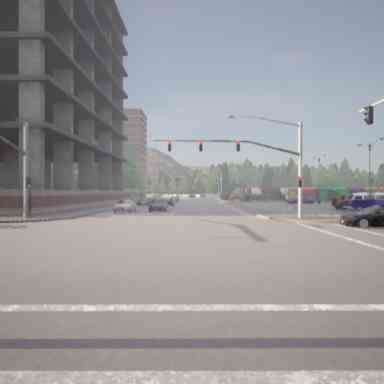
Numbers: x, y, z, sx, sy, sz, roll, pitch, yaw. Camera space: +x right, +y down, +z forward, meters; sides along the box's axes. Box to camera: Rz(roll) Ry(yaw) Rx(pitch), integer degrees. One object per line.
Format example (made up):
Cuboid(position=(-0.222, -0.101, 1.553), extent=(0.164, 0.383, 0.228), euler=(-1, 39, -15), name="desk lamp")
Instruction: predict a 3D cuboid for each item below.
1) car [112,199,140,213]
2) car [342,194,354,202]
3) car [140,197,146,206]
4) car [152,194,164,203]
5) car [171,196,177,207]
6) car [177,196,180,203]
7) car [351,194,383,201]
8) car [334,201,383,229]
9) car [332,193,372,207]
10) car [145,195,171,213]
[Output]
Cuboid(position=(-7.270, 1.507, 36.133), extent=(1.812, 1.442, 4.674), euler=(0, 0, 0), name="car")
Cuboid(position=(25.200, 1.393, 49.752), extent=(3.905, 1.438, 1.784), euler=(0, 0, 1), name="car")
Cuboid(position=(-7.200, 1.465, 51.196), extent=(2.128, 1.511, 4.902), euler=(0, 0, 0), name="car")
Cuboid(position=(-7.034, 1.369, 69.083), extent=(2.097, 1.767, 4.553), euler=(0, 0, 0), name="car")
Cuboid(position=(-3.702, 1.574, 51.020), extent=(1.895, 1.301, 4.718), euler=(0, 0, 0), name="car")
Cuboid(position=(-3.534, 1.486, 69.039), extent=(2.128, 1.511, 4.902), euler=(0, 0, 0), name="car")
Cuboid(position=(25.167, 1.426, 46.857), extent=(3.806, 1.475, 1.970), euler=(0, 0, 1), name="car")
Cuboid(position=(12.213, 1.554, 21.424), extent=(5.008, 1.535, 1.882), euler=(-2, 0, 0), name="car")
Cuboid(position=(25.179, 1.181, 52.435), extent=(4.605, 1.855, 1.932), euler=(0, 0, 1), name="car")
Cuboid(position=(-3.765, 1.480, 37.279), extent=(1.837, 1.490, 4.892), euler=(0, 1, 0), name="car")
